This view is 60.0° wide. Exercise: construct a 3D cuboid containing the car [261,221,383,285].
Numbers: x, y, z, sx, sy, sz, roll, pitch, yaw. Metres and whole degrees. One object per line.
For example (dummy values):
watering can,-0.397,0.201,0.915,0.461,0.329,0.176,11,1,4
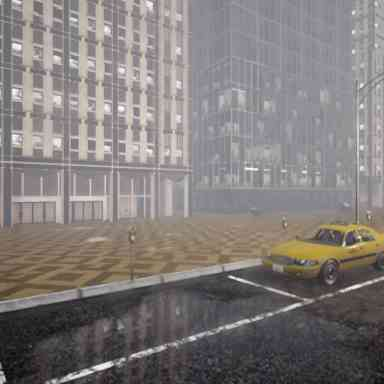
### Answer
car,4.036,1.525,9.454,4.829,1.417,1.752,0,0,-36
